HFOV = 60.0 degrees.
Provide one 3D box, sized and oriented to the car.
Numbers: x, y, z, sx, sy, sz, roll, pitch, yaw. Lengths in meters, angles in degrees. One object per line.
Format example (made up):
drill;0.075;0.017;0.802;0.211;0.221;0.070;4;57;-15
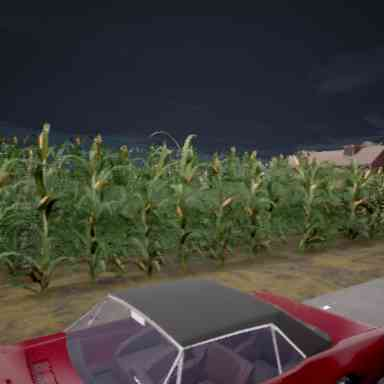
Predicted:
car;-0.342;1.607;2.864;4.718;1.301;1.895;0;0;-34
